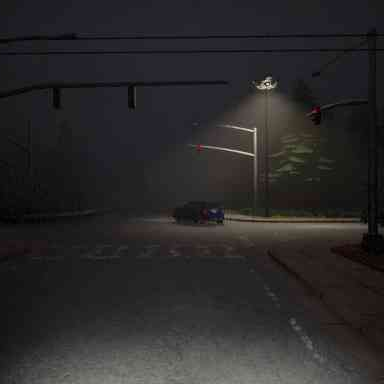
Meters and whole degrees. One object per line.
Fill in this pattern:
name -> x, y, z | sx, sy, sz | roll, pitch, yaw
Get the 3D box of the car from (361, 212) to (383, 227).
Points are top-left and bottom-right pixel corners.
car -> 13.931, 1.614, 22.054 | 4.718, 1.301, 1.895 | 0, 0, 1

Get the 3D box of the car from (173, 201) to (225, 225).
car -> 0.433, 1.430, 25.335 | 2.097, 1.767, 4.553 | 0, 0, -34
